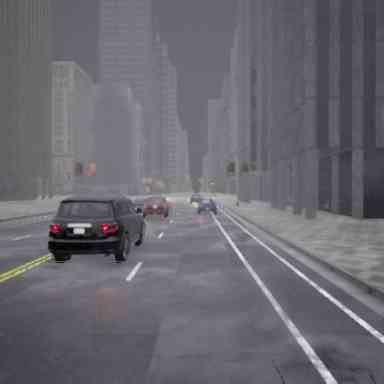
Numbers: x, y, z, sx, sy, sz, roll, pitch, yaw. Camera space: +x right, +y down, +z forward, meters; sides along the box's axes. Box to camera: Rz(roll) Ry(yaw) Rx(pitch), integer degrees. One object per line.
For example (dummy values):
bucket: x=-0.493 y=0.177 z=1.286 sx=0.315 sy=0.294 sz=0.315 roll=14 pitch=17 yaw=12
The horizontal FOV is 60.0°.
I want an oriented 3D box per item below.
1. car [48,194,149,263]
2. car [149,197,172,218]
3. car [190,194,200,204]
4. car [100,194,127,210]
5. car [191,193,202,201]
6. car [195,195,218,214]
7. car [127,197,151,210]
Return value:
car: x=-3.099 y=1.156 z=11.881 sx=2.150 sy=2.045 sz=5.566 roll=0 pitch=0 yaw=0
car: x=-2.903 y=1.198 z=28.556 sx=2.097 sy=1.767 sz=4.553 roll=0 pitch=0 yaw=1
car: x=0.761 y=1.052 z=56.121 sx=2.097 sy=1.767 sz=4.553 roll=0 pitch=0 yaw=2
car: x=-9.380 y=1.133 z=40.342 sx=2.097 sy=1.767 sz=4.553 roll=0 pitch=0 yaw=1
car: x=0.985 y=1.079 z=68.580 sx=2.128 sy=1.511 sz=4.902 roll=0 pitch=0 yaw=1
car: x=1.444 y=1.352 z=32.448 sx=1.812 sy=1.442 sz=4.674 roll=0 pitch=0 yaw=1
car: x=-6.157 y=1.353 z=39.179 sx=1.994 sy=1.385 sz=4.181 roll=0 pitch=0 yaw=1
